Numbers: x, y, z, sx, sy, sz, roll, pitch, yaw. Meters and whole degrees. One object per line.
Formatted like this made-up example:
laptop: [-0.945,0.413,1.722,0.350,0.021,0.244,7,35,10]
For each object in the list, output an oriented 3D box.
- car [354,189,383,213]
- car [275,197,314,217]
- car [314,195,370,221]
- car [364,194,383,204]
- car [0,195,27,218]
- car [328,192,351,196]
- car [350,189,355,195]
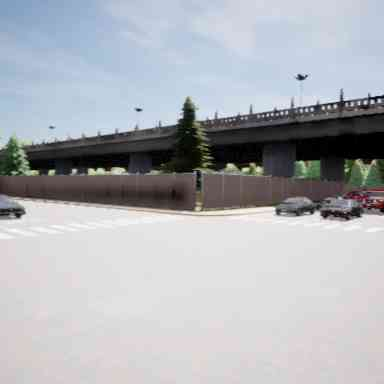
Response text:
car: [18.102,0.838,32.720,2.150,2.045,5.566,2,2,41]
car: [8.419,1.113,26.731,1.812,1.442,4.674,2,2,40]
car: [11.182,1.222,24.524,2.033,1.411,5.357,2,1,40]
car: [26.813,0.995,48.660,1.994,1.385,4.181,2,1,39]
car: [-12.541,0.867,21.162,5.357,1.411,2.033,2,1,40]
car: [14.164,1.065,33.522,1.812,1.442,4.674,2,2,40]
car: [20.442,0.709,40.961,2.150,2.045,5.566,2,1,40]
